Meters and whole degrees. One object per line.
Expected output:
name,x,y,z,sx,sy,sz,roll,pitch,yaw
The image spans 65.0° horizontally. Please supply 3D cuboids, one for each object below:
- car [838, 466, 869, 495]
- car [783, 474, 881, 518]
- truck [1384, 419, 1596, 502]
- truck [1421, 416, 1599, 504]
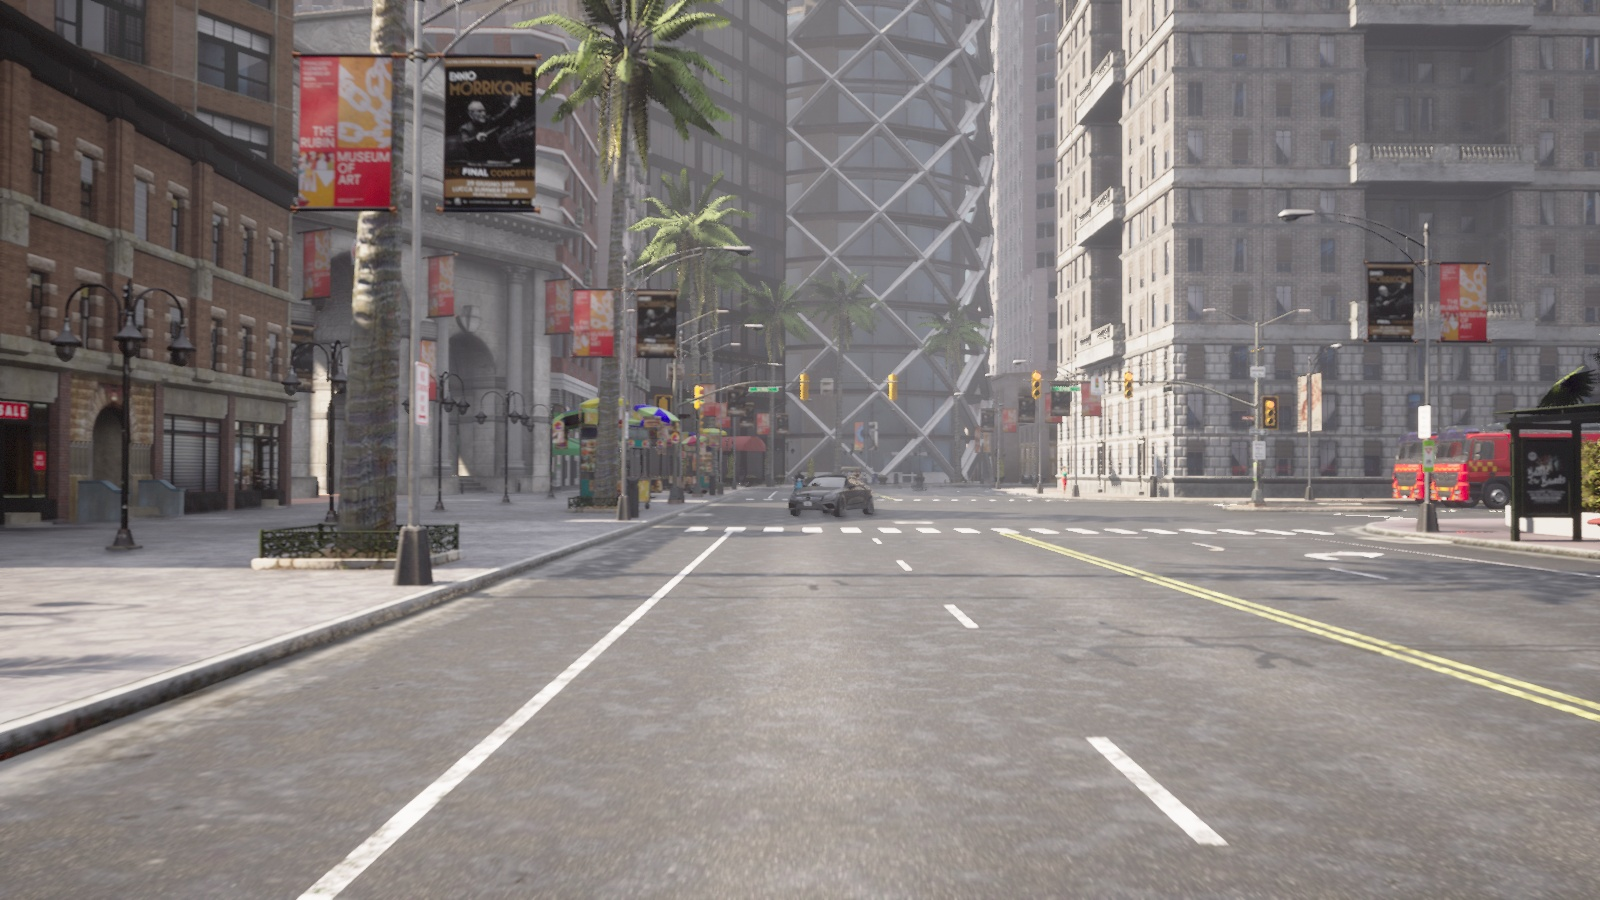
car,3.511,1.997,83.555,1.905,1.878,3.866,0,-1,0
car,1.189,1.577,44.248,1.812,1.442,4.674,-1,-1,23
truck,32.763,0.530,59.829,8.468,3.827,2.891,0,-1,0
truck,32.843,0.471,56.331,8.468,3.827,2.891,0,-1,0
